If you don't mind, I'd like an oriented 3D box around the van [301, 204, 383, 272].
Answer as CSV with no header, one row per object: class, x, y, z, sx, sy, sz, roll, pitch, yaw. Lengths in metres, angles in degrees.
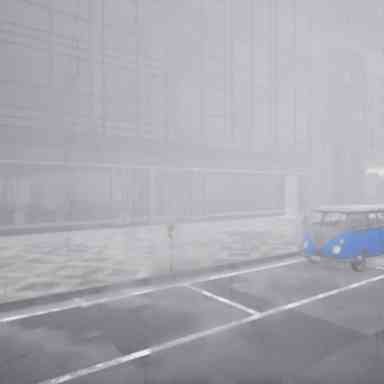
van,5.087,1.277,10.277,3.998,1.788,1.690,0,0,-36
